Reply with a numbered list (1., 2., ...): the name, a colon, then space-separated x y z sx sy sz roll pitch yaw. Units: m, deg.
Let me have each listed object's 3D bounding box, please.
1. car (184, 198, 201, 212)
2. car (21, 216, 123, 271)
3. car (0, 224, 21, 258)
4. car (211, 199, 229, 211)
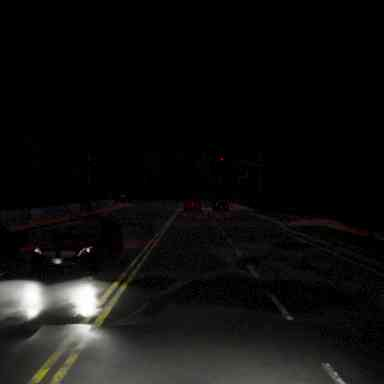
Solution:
1. car: 0.083 1.466 41.472 2.097 1.767 4.553 0 0 0
2. car: -3.534 1.557 11.104 1.812 1.442 4.674 0 0 0
3. car: -7.043 1.629 10.171 1.895 1.301 4.718 0 0 1
4. car: 3.583 1.643 42.506 1.812 1.442 4.674 0 0 0
